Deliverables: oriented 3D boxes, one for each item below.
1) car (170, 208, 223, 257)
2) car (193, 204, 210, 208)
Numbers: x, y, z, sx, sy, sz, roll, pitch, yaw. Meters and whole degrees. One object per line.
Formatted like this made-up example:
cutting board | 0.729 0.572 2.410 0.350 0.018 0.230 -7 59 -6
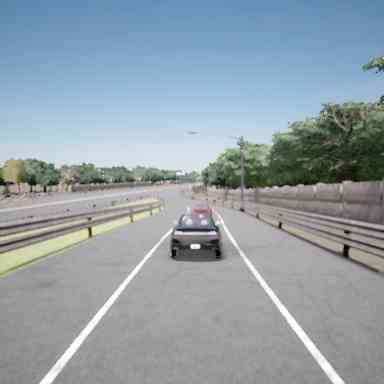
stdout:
car | 0.200 1.606 13.423 2.128 1.511 4.902 0 0 2
car | 0.829 1.766 28.754 1.812 1.442 4.674 0 0 3
